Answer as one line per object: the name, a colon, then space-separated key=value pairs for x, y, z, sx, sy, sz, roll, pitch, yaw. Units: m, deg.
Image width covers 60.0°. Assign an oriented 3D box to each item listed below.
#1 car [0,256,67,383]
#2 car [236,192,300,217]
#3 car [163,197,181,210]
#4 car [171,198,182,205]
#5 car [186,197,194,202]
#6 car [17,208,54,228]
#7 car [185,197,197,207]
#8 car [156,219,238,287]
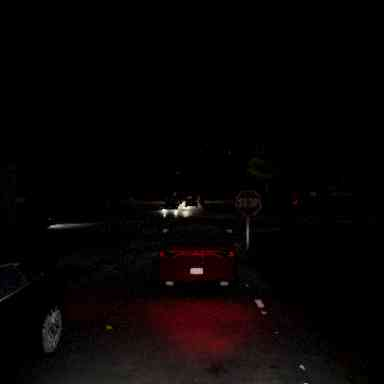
car: x=-2.838 y=1.502 z=3.241 sx=2.128 sy=1.511 sz=4.902 roll=0 pitch=0 yaw=0
car: x=6.738 y=1.077 z=29.898 sx=5.566 sy=2.045 sz=2.150 roll=-1 pitch=2 yaw=20
car: x=-2.994 y=1.539 z=47.425 sx=2.097 sy=1.767 sz=4.553 roll=0 pitch=0 yaw=-1
car: x=-3.090 y=1.853 z=67.161 sx=1.994 sy=1.385 sz=4.181 roll=0 pitch=0 yaw=0
car: x=-0.456 y=1.971 z=87.616 sx=1.994 sy=1.385 sz=4.181 roll=0 pitch=0 yaw=0
car: x=-12.699 y=1.910 z=25.030 sx=4.181 sy=1.385 sz=1.994 roll=-1 pitch=1 yaw=0
car: x=-0.118 y=1.788 z=55.193 sx=1.994 sy=1.385 sz=4.181 roll=0 pitch=0 yaw=-1
car: x=0.155 y=1.510 z=9.473 sx=1.882 sy=1.535 sz=5.008 roll=0 pitch=0 yaw=1
